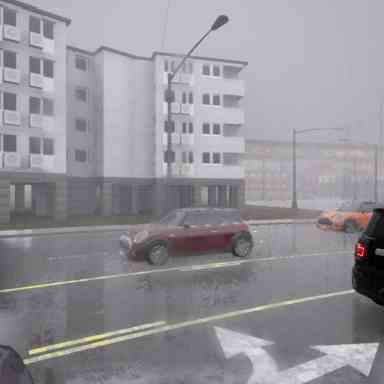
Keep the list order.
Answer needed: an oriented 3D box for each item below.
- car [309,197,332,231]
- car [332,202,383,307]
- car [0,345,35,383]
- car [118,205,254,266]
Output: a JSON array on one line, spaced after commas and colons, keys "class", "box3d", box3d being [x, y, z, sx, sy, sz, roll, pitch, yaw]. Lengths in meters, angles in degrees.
[{"class": "car", "box3d": [9.376, 1.350, 18.823, 4.553, 1.767, 2.097, 0, 0, -16]}, {"class": "car", "box3d": [5.621, 1.221, 6.262, 5.566, 2.045, 2.150, 0, 0, -23]}, {"class": "car", "box3d": [-3.381, 1.547, 1.190, 5.357, 1.411, 2.033, 0, 0, -37]}, {"class": "car", "box3d": [-0.181, 1.352, 11.504, 4.553, 1.767, 2.097, 0, 0, -25]}]
